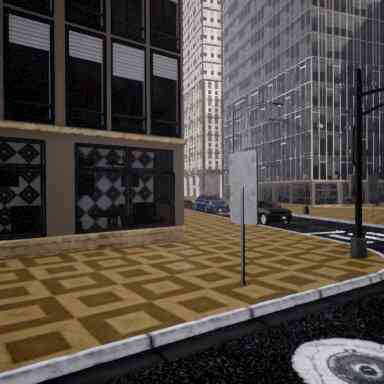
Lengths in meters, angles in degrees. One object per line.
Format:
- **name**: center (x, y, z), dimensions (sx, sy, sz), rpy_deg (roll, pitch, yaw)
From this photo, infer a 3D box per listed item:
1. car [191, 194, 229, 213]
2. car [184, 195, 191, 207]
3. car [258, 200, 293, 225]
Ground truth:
- **car**: center (1.831, 1.020, 31.918), dimensions (2.097, 1.767, 4.553), rpy_deg (-1, 1, -19)
- **car**: center (-1.320, 1.094, 41.339), dimensions (1.994, 1.385, 4.181), rpy_deg (-1, 1, -18)
- **car**: center (4.879, 1.278, 22.845), dimensions (1.882, 1.535, 5.008), rpy_deg (-1, 1, -19)
